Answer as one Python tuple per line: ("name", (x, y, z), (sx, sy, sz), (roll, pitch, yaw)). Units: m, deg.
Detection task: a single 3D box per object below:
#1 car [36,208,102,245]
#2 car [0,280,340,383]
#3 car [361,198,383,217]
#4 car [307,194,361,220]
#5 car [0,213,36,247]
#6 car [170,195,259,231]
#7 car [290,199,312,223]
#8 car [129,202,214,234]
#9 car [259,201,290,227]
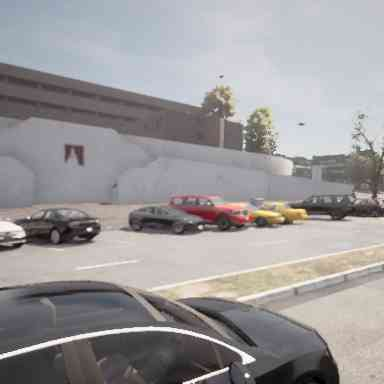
("car", (-6.420, 1.491, 15.642), (5.008, 1.535, 2.097), (-1, 0, 35))
("car", (-0.818, 1.505, 2.548), (4.892, 1.490, 1.837), (0, 0, -35))
("car", (15.601, 1.389, 31.292), (4.553, 1.767, 2.185), (-1, -1, 35))
("car", (10.659, 1.242, 27.843), (5.566, 2.045, 2.435), (-1, -1, 35))
("car", (-8.870, 1.532, 13.909), (4.674, 1.452, 2.002), (-1, -1, 35))
("car", (0.936, 1.230, 20.862), (5.566, 2.045, 2.435), (-1, -1, 35))
("car", (5.645, 1.482, 24.452), (5.366, 1.575, 1.946), (-1, -1, 35))
("car", (-1.507, 1.512, 19.116), (4.792, 1.488, 2.163), (-1, -1, 35))
("car", (3.511, 1.475, 22.507), (5.366, 1.575, 1.946), (-1, -1, 35))
